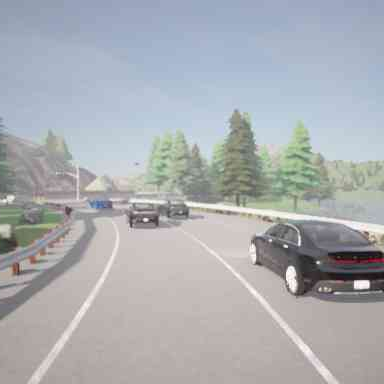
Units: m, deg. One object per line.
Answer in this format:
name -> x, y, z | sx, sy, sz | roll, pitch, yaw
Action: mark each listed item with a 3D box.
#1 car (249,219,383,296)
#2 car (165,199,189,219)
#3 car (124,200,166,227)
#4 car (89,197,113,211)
car -> 2.875, 1.451, 8.540 | 1.837, 1.490, 4.892 | 0, 0, -6
car -> -1.686, 1.371, 27.975 | 2.128, 1.511, 4.902 | 0, 0, -19
car -> -3.361, 1.407, 21.898 | 2.128, 1.511, 4.902 | 0, 0, -16
car -> -10.910, 1.348, 39.640 | 1.882, 1.535, 5.008 | 0, 0, -29
